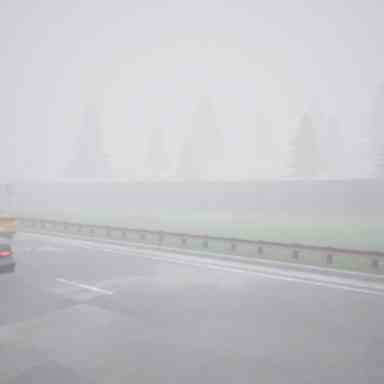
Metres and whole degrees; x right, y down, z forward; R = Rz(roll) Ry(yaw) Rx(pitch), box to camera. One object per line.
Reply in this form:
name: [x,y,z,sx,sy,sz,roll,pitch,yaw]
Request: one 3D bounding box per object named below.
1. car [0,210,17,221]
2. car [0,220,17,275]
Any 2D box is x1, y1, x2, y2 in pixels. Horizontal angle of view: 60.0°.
car: [-10.128,1.401,15.507,5.008,1.535,1.882,0,0,36]
car: [-6.761,1.501,8.799,5.357,1.411,2.033,0,0,36]
